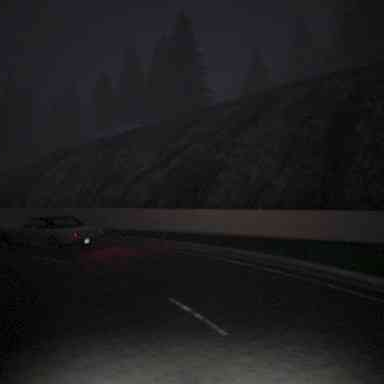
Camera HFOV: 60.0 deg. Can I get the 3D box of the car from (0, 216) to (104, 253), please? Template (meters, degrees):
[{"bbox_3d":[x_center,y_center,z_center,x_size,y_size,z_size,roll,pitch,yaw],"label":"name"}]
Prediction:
[{"bbox_3d":[-6.134,1.684,14.092,4.718,1.301,1.895,-1,0,26],"label":"car"}]
